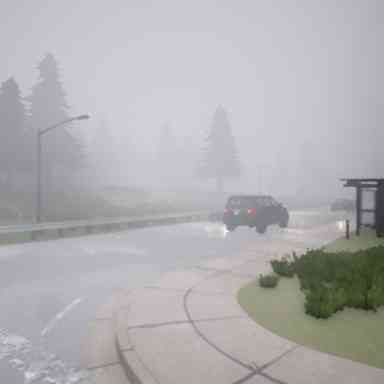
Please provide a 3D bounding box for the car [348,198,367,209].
[{"bbox_3d":[23.825,1.586,47.797,1.812,1.442,4.674,0,0,36],"label":"car"}]

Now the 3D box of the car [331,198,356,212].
[{"bbox_3d":[17.819,1.563,39.262,1.812,1.442,4.674,0,0,36],"label":"car"}]

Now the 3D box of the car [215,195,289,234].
[{"bbox_3d":[3.873,1.206,19.700,2.150,2.045,5.566,0,0,35],"label":"car"}]

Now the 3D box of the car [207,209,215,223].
[{"bbox_3d":[3.017,1.475,24.630,1.837,1.490,4.892,0,0,36],"label":"car"}]
